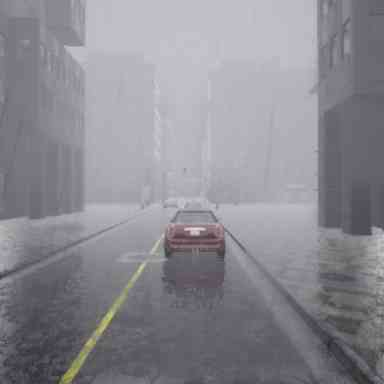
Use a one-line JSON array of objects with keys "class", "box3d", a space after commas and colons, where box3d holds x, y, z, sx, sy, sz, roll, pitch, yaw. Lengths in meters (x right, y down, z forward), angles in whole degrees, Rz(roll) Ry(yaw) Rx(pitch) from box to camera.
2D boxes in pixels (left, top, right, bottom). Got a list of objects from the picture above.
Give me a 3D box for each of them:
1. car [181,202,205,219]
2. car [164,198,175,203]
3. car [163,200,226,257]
[{"class": "car", "box3d": [0.100, 1.625, 30.211, 1.994, 1.385, 4.181, 0, 0, 0]}, {"class": "car", "box3d": [-3.008, 1.646, 47.390, 1.812, 1.442, 4.674, 0, 0, 0]}, {"class": "car", "box3d": [0.100, 1.369, 13.093, 2.097, 1.767, 4.553, 0, 0, 0]}]
